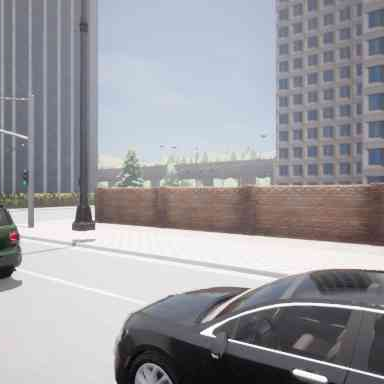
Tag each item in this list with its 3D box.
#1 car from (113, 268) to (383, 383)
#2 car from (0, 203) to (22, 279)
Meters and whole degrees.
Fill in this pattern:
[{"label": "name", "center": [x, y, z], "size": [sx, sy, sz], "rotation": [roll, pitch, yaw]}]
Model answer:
[{"label": "car", "center": [1.368, 1.505, 3.016], "size": [4.892, 1.490, 1.837], "rotation": [0, 0, 35]}, {"label": "car", "center": [-6.715, 1.221, 8.752], "size": [5.566, 2.045, 2.150], "rotation": [0, 0, 35]}]
